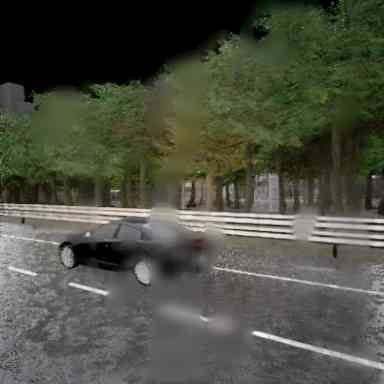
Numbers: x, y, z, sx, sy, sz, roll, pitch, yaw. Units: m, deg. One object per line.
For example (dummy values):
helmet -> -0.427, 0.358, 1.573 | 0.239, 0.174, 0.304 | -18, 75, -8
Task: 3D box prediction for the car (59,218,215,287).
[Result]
car -> -1.754, 1.479, 9.437 | 5.008, 1.535, 1.882 | 0, 0, 35
